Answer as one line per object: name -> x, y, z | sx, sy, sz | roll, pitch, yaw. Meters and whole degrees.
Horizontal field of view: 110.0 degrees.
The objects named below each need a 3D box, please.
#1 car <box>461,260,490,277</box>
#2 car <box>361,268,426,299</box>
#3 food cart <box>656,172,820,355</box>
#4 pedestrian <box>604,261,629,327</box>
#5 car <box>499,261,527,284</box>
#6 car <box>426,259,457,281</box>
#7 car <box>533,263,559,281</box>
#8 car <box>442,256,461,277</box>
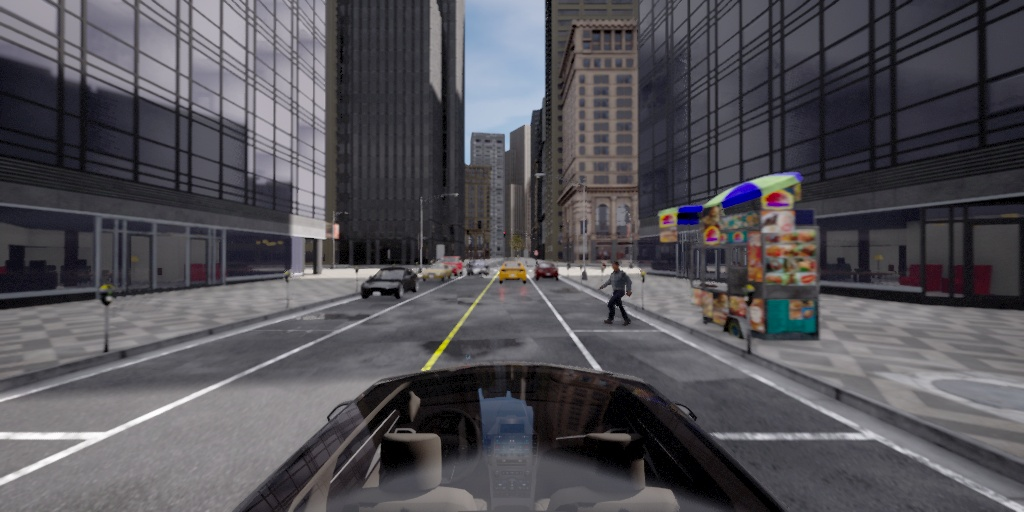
car -> -3.064, 1.130, 33.350 | 2.128, 1.511, 4.902 | 0, 0, 0
car -> -5.856, 1.246, 17.687 | 1.948, 1.339, 4.313 | 0, 0, 0
food cart -> 5.635, 0.179, 9.119 | 2.280, 3.560, 4.660 | 0, 0, 0
pedestrian -> 2.857, 1.003, 9.815 | 0.375, 1.860, 0.375 | 1, 0, -18
car -> 0.069, 1.132, 26.137 | 1.882, 1.535, 5.008 | 0, 0, 1
car -> -5.856, 1.173, 28.435 | 1.751, 1.417, 4.829 | 0, 0, 0
car -> 2.669, 1.193, 28.602 | 1.888, 1.381, 4.507 | 0, 0, 0
car -> -5.855, 0.950, 34.064 | 2.192, 1.841, 5.009 | 0, 0, 0
